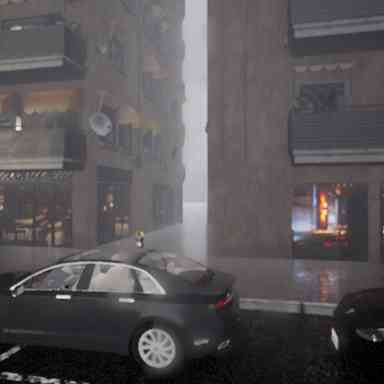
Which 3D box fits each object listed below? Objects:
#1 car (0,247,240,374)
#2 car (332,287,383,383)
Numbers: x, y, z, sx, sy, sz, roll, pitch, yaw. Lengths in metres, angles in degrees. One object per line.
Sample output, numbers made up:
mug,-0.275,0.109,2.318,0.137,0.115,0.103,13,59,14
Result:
car,-1.485,1.554,5.121,4.403,1.369,2.008,0,0,12
car,4.020,1.568,3.942,4.313,1.339,1.947,0,0,12
